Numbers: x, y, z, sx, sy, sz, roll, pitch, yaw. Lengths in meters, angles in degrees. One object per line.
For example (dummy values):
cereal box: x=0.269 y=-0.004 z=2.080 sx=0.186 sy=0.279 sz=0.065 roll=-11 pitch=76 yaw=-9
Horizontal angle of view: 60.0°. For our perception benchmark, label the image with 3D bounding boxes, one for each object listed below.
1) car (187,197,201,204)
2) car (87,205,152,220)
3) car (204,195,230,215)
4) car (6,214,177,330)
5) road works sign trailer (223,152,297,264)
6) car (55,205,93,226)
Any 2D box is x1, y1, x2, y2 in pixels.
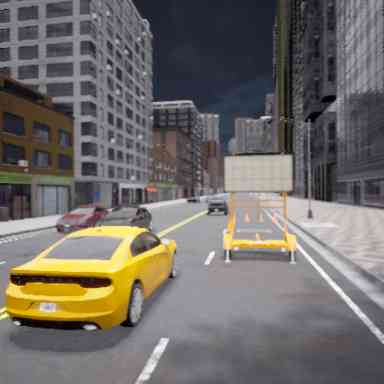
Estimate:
car: x=0.293 y=1.461 z=59.644 sx=1.895 sy=1.301 sz=4.718 roll=0 pitch=0 yaw=10
car: x=-3.404 y=1.494 z=17.510 sx=1.837 sy=1.490 sz=4.892 roll=0 pitch=0 yaw=9
car: x=2.666 y=1.408 z=33.121 sx=1.837 sy=1.490 sz=4.892 roll=0 pitch=0 yaw=9
car: x=-1.620 y=1.475 z=7.118 sx=1.882 sy=1.535 sz=5.008 roll=0 pitch=0 yaw=9
road works sign trailer: x=2.329 y=0.417 z=11.762 sx=2.380 sy=3.560 sz=2.880 roll=0 pitch=0 yaw=9
car: x=-6.286 y=1.534 z=20.008 sx=1.812 sy=1.442 sz=4.674 roll=0 pitch=0 yaw=9
